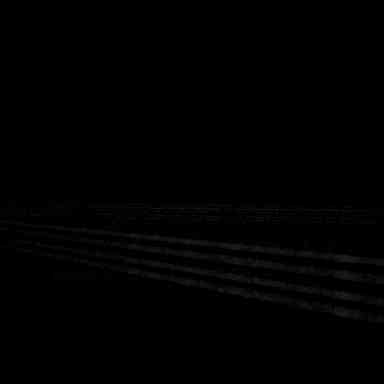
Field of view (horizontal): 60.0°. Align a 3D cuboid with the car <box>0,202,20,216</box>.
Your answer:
[{"bbox_3d":[-19.912,1.675,33.312,5.357,1.411,2.033,0,0,19],"label":"car"}]
